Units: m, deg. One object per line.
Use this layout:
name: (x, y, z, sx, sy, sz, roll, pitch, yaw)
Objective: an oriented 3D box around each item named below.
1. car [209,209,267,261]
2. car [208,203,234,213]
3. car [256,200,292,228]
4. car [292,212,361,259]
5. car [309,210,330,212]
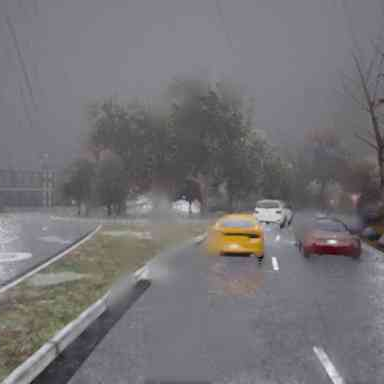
car: (1.885, 1.636, 13.138, 1.882, 1.535, 5.008, 0, -1, 12)
car: (5.723, 3.255, 67.037, 5.566, 2.045, 2.150, -1, -2, 19)
car: (6.468, 1.684, 26.085, 2.150, 2.045, 5.566, -1, -2, 25)
car: (5.277, 1.711, 13.325, 1.994, 1.385, 4.181, -1, -1, 13)
car: (9.661, 2.024, 25.194, 1.895, 1.301, 4.718, -1, -2, 26)
